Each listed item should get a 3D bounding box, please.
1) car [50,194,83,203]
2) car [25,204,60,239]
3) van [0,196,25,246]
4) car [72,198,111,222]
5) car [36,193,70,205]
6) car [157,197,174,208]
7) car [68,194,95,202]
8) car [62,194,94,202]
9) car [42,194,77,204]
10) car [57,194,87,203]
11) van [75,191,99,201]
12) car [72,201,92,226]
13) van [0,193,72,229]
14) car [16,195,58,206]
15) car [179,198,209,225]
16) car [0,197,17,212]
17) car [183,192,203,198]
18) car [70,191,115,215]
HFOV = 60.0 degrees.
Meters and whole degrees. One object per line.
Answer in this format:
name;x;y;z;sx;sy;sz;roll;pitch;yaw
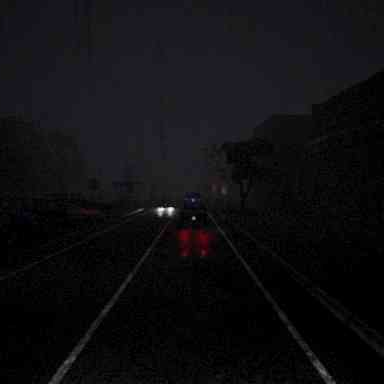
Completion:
car;-22.073;1.169;58.513;4.892;1.521;2.231;0;0;0
car;-8.957;1.454;14.875;5.008;1.535;2.097;0;0;0
van;-8.843;1.246;12.067;4.442;1.987;1.878;0;0;0
car;-8.784;1.395;23.285;5.366;1.575;1.946;0;0;0
car;-22.105;1.077;52.962;4.553;1.767;2.185;0;0;0
car;-3.314;1.341;42.915;1.994;1.385;4.181;0;0;0
car;-22.115;1.148;66.840;4.792;1.488;2.163;0;0;0
car;-21.897;1.132;64.062;5.366;1.575;1.946;0;0;0
car;-22.082;1.185;55.738;5.008;1.535;2.097;0;0;0
car;-22.110;1.181;61.288;4.792;1.488;2.163;0;0;0
van;-21.971;0.876;69.612;4.442;1.987;1.878;0;0;0
car;-8.969;1.457;20.482;4.674;1.452;2.002;0;0;0
van;-9.081;1.210;17.677;4.442;1.987;1.878;0;0;0
car;-22.064;1.238;47.412;5.008;1.535;2.097;0;0;0
car;0.112;1.403;23.037;2.128;1.511;4.902;0;0;0
car;-22.031;1.341;36.310;4.792;1.488;2.163;0;0;0
car;0.122;1.018;40.625;2.150;2.045;5.566;0;1;0
car;-8.943;1.128;26.087;5.566;2.045;2.435;0;0;0
